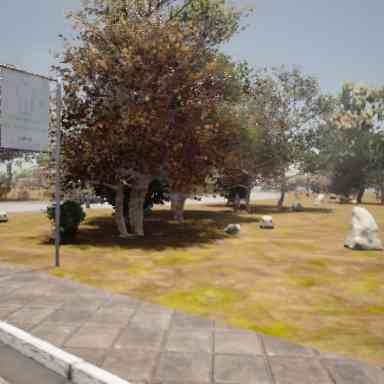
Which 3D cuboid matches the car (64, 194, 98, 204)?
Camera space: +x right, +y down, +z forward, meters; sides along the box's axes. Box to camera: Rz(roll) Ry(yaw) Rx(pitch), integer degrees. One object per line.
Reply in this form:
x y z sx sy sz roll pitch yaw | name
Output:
-14.716 0.971 45.254 2.033 1.411 5.357 1 1 38 | car

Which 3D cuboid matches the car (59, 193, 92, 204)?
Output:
-16.824 0.933 48.256 1.994 1.385 4.181 1 1 38 | car

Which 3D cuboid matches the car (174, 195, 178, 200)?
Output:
-3.097 0.915 60.735 2.033 1.411 5.357 1 1 35 | car
